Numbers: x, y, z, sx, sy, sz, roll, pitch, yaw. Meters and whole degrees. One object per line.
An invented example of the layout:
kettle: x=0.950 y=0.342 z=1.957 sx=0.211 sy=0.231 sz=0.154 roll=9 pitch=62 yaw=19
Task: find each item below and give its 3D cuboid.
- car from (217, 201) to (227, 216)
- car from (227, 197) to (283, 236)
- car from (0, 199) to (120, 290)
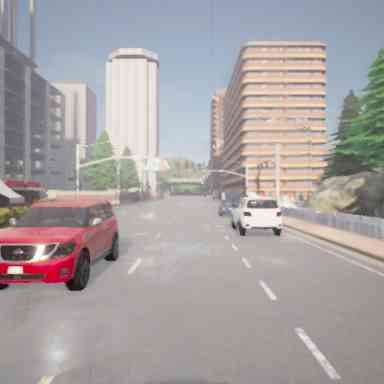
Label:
car: x=3.588 y=1.641 z=33.492 sx=2.033 sy=1.411 sz=5.357 roll=0 pitch=0 yaw=1
car: x=3.560 y=1.274 z=19.106 sx=2.150 sy=2.045 sz=5.566 roll=0 pitch=0 yaw=0
car: x=-3.586 y=1.250 z=9.515 sx=2.150 sy=2.045 sz=5.566 roll=0 pitch=0 yaw=0
